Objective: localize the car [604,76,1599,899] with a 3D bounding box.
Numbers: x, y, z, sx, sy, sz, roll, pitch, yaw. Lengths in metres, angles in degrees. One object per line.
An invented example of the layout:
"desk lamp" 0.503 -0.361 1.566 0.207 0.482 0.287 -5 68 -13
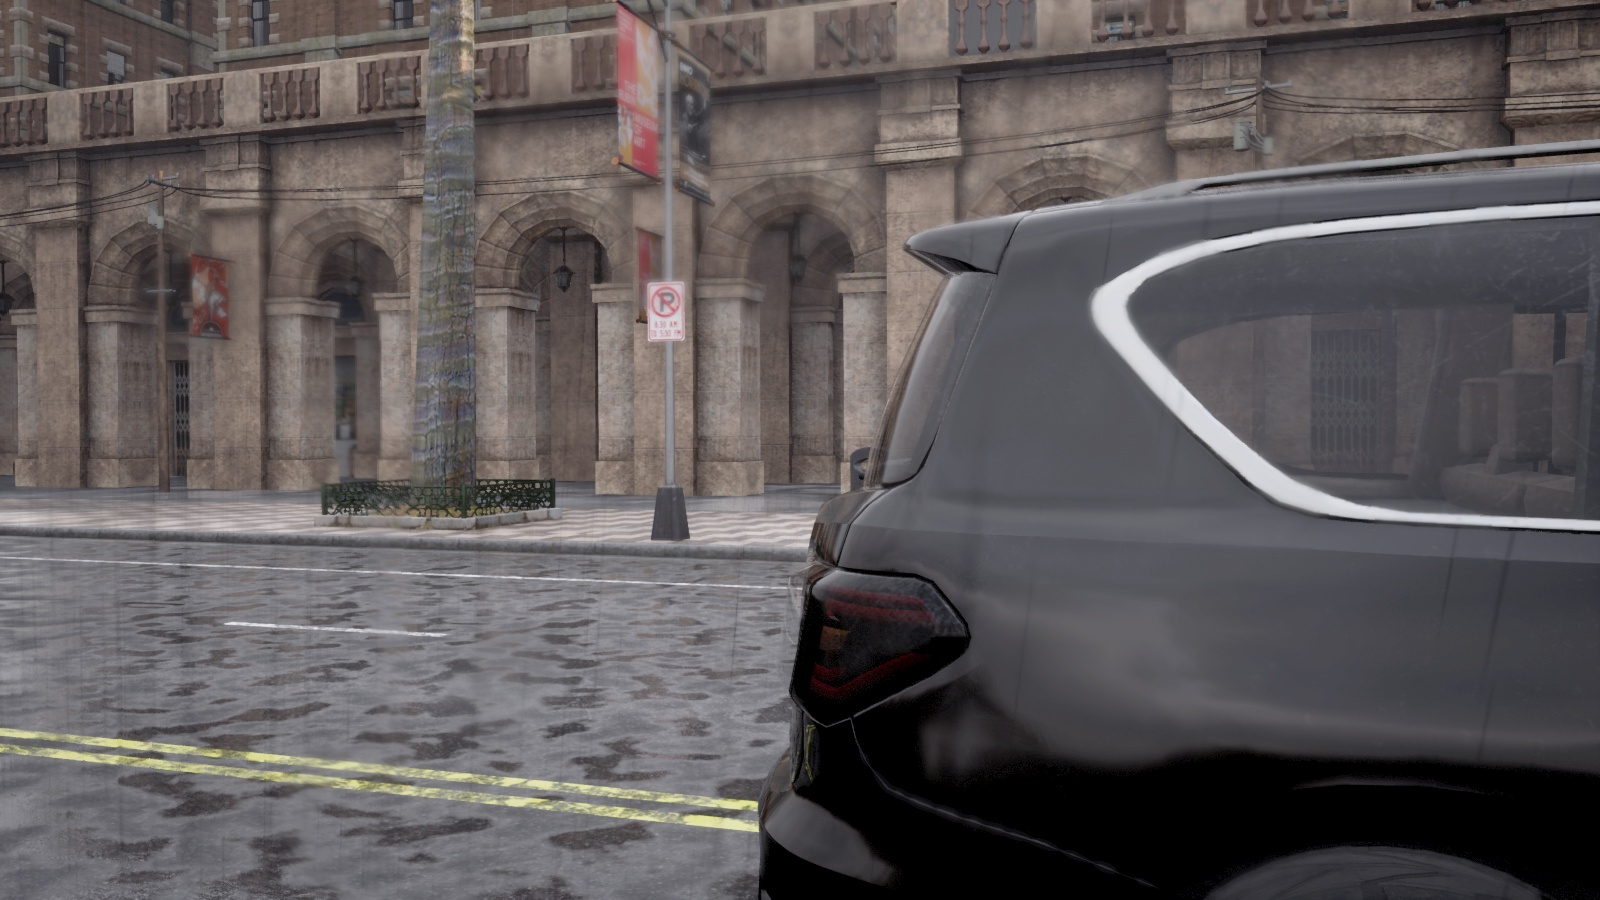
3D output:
"car" 2.642 0.519 2.301 5.566 2.045 2.150 1 1 19
